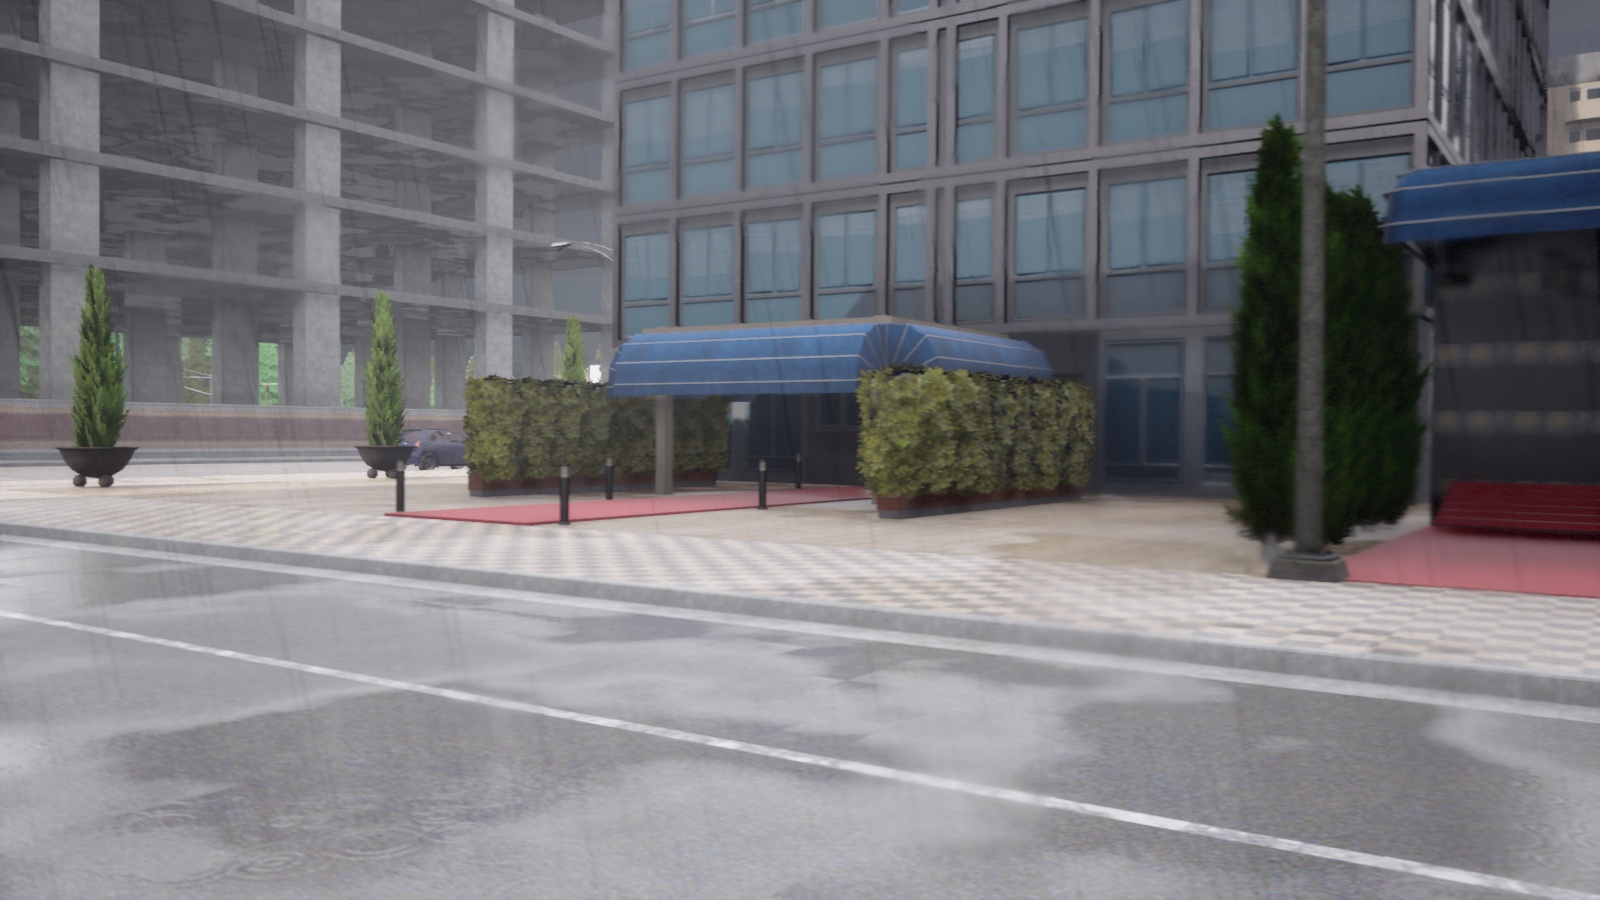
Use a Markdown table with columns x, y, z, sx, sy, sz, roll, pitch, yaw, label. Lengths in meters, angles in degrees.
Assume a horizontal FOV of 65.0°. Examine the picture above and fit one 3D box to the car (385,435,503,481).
| x | y | z | sx | sy | sz | roll | pitch | yaw | label |
| --- | --- | --- | --- | --- | --- | --- | --- | --- | --- |
| -12.488 | 0.255 | 44.235 | 1.845 | 1.501 | 3.633 | 0 | 1 | 34 | car |
